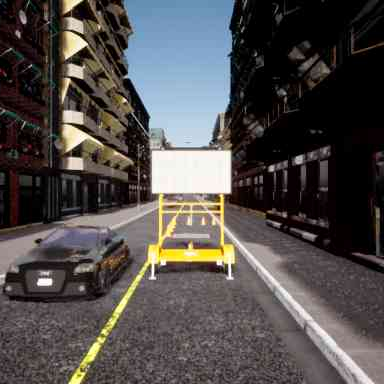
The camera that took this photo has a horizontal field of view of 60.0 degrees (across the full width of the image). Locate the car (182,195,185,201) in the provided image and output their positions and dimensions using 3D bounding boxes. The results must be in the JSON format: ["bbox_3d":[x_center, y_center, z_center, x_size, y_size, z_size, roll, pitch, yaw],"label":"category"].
[{"bbox_3d":[-2.945,1.629,89.989,1.812,1.442,4.674,0,0,0],"label":"car"}]

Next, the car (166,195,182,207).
[{"bbox_3d":[-2.955,1.561,50.752,1.812,1.442,4.674,0,0,0],"label":"car"}]

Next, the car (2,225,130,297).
[{"bbox_3d":[-2.869,1.566,8.478,1.994,1.385,4.181,0,0,0],"label":"car"}]

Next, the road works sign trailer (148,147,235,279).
[{"bbox_3d":[-0.021,0.467,9.993,2.380,3.560,2.880,0,0,0],"label":"road works sign trailer"}]
